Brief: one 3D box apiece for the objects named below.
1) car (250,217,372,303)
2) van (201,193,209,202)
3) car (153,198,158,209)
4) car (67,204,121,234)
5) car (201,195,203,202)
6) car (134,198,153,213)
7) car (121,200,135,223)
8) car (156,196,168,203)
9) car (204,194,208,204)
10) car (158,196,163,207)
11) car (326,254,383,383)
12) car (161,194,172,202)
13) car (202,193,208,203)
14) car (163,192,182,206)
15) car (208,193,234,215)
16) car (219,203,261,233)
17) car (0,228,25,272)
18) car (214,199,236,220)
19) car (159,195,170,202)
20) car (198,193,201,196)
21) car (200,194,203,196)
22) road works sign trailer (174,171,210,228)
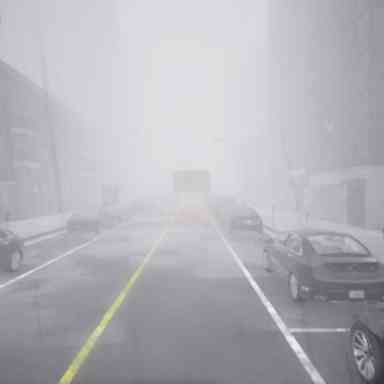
[{"bbox_3d":[2.860,1.534,7.958,2.008,1.369,4.403,0,0,0],"label":"car"},{"bbox_3d":[2.875,1.181,74.240,1.690,1.788,3.998,0,0,0],"label":"van"},{"bbox_3d":[-5.659,1.479,41.087,1.947,1.339,4.313,0,0,0],"label":"car"},{"bbox_3d":[-5.663,1.506,18.987,1.887,1.381,4.507,0,0,0],"label":"car"},{"bbox_3d":[2.870,1.439,52.146,2.008,1.369,4.403,0,0,0],"label":"car"},{"bbox_3d":[-5.660,1.470,35.562,1.887,1.381,4.507,0,0,0],"label":"car"},{"bbox_3d":[-5.662,1.531,24.512,1.802,1.307,4.206,0,0,0],"label":"car"},{"bbox_3d":[-5.654,1.447,63.188,1.802,1.307,4.206,0,0,0],"label":"car"},{"bbox_3d":[2.867,1.353,41.099,1.967,1.590,4.097,0,0,0],"label":"car"},{"bbox_3d":[-5.657,1.467,46.612,1.947,1.339,4.313,0,0,0],"label":"car"},{"bbox_3d":[2.859,1.561,2.433,1.947,1.339,4.313,0,0,0],"label":"car"},{"bbox_3d":[-5.652,1.281,74.237,1.967,1.590,4.097,0,0,0],"label":"car"},{"bbox_3d":[2.868,1.340,46.623,1.967,1.590,4.097,0,0,0],"label":"car"},{"bbox_3d":[-3.050,1.113,51.179,2.150,2.045,5.566,0,0,0],"label":"car"},{"bbox_3d":[2.865,1.252,30.051,2.192,1.841,5.009,0,0,0],"label":"car"},{"bbox_3d":[2.863,1.527,19.005,1.947,1.339,4.313,0,0,0],"label":"car"},{"bbox_3d":[-5.666,1.535,7.937,2.008,1.369,4.403,0,0,0],"label":"car"},{"bbox_3d":[2.864,1.474,24.698,1.752,1.417,4.829,0,0,0],"label":"car"},{"bbox_3d":[-5.653,1.419,68.712,1.947,1.339,4.313,0,0,0],"label":"car"},{"bbox_3d":[2.874,1.167,68.717,2.192,1.841,5.009,0,0,0],"label":"car"},{"bbox_3d":[2.871,1.427,57.670,2.008,1.369,4.403,0,0,0],"label":"car"},{"bbox_3d":[0.004,0.419,21.907,2.380,3.560,2.880,0,0,0],"label":"road works sign trailer"}]
